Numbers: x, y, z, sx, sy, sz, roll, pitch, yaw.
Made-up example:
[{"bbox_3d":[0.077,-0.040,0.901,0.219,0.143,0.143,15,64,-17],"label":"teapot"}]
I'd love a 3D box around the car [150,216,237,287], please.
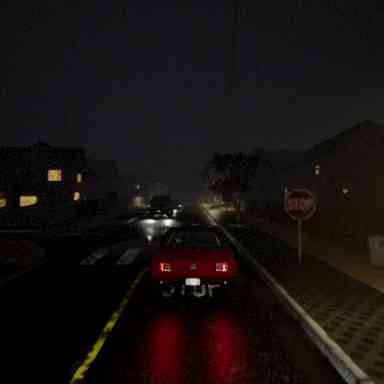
[{"bbox_3d":[0.042,1.601,9.300,1.895,1.301,4.718,0,1,0],"label":"car"}]

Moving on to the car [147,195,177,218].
[{"bbox_3d":[-2.908,1.299,31.623,2.150,2.045,5.566,0,0,0],"label":"car"}]

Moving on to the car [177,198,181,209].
[{"bbox_3d":[-2.930,1.689,45.695,2.033,1.411,5.357,0,0,0],"label":"car"}]
